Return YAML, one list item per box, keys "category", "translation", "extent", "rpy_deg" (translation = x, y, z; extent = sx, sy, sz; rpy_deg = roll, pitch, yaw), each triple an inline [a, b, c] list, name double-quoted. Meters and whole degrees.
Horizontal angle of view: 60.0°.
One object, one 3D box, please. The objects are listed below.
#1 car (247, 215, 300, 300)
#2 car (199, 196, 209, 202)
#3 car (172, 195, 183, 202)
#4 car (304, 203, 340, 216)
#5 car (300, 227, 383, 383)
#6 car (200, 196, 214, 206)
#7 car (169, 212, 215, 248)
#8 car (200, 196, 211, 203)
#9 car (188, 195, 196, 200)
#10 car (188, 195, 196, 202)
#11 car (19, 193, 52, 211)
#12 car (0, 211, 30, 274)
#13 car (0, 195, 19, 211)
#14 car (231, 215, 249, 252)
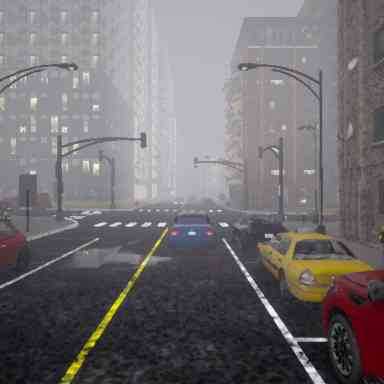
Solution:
- category: "car"
  translation: [2.691, 1.526, 8.154]
  extent: [1.752, 1.417, 4.829]
  rpy_deg: [0, 0, 0]
- category: "car"
  translation: [2.692, 1.584, 74.255]
  extent: [2.008, 1.369, 4.403]
  rpy_deg: [0, 0, 0]
- category: "car"
  translation: [-3.001, 1.627, 78.904]
  extent: [1.895, 1.301, 4.718]
  rpy_deg: [0, 0, 0]
- category: "car"
  translation: [14.642, 1.839, 36.007]
  extent: [4.829, 1.417, 1.752]
  rpy_deg: [1, -1, 0]
- category: "car"
  translation: [2.692, 1.315, 2.301]
  extent: [2.192, 1.841, 5.009]
  rpy_deg: [0, 0, 0]
- category: "car"
  translation: [2.741, 1.600, 55.690]
  extent: [1.802, 1.307, 4.206]
  rpy_deg: [0, 0, 0]
- category: "car"
  translation: [0.000, 1.566, 14.650]
  extent: [2.033, 1.411, 5.357]
  rpy_deg: [0, 0, 0]
- category: "car"
  translation: [2.691, 1.579, 68.607]
  extent: [2.008, 1.369, 4.403]
  rpy_deg: [0, 0, 0]
- category: "car"
  translation: [0.001, 1.431, 88.291]
  extent: [1.994, 1.385, 4.181]
  rpy_deg: [0, 0, 0]
- category: "car"
  translation: [0.002, 1.488, 74.923]
  extent: [1.994, 1.385, 4.181]
  rpy_deg: [0, 0, 0]
- category: "car"
  translation: [-17.694, 1.032, 35.729]
  extent: [5.009, 1.841, 2.192]
  rpy_deg: [1, -1, 0]
- category: "car"
  translation: [-5.689, 1.441, 7.982]
  extent: [1.967, 1.590, 4.097]
  rpy_deg: [0, 0, 0]
- category: "car"
  translation: [-17.559, 1.012, 27.351]
  extent: [5.009, 1.841, 2.192]
  rpy_deg: [1, -1, 0]
- category: "car"
  translation: [2.691, 1.567, 13.666]
  extent: [1.947, 1.339, 4.313]
  rpy_deg: [0, 0, 0]
